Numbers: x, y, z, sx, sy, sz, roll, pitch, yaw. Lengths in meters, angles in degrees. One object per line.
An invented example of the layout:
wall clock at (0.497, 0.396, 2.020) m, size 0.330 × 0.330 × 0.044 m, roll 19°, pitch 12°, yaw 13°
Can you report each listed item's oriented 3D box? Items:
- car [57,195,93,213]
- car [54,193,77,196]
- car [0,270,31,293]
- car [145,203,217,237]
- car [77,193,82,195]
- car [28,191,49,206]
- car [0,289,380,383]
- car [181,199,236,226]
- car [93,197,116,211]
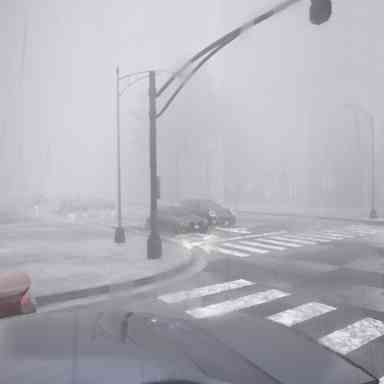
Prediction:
car at (-12.267, 1.339, 34.093) m, size 2.033 × 1.411 × 5.357 m, roll -1°, pitch 1°, yaw -35°
car at (-19.414, 0.788, 49.848) m, size 2.128 × 1.511 × 4.902 m, roll -1°, pitch 1°, yaw -36°
car at (-4.196, 1.545, 3.665) m, size 4.507 × 1.381 × 1.887 m, roll 0°, pitch -1°, yaw -36°
car at (-0.881, 1.516, 18.066) m, size 1.994 × 1.385 × 4.181 m, roll -1°, pitch 1°, yaw -34°
car at (-22.856, 0.921, 66.030) m, size 1.812 × 1.442 × 4.674 m, roll -1°, pitch 1°, yaw -36°
car at (-22.056, 1.075, 47.961) m, size 1.837 × 1.490 × 4.892 m, roll -1°, pitch 1°, yaw -36°
car at (-1.197, 1.547, 1.732) m, size 5.357 × 1.411 × 2.033 m, roll 0°, pitch 0°, yaw -29°
car at (0.751, 1.241, 21.464) m, size 2.097 × 1.767 × 4.553 m, roll -1°, pitch 1°, yaw -36°
car at (-10.221, 1.283, 36.821) m, size 2.033 × 1.411 × 5.357 m, roll -1°, pitch 1°, yaw -35°
